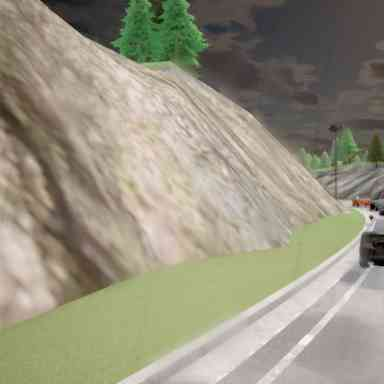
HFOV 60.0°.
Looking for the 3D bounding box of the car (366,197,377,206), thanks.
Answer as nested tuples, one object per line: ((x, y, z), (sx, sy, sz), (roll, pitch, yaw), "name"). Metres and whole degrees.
((22.322, 1.541, 39.145), (1.994, 1.385, 4.181), (0, 0, 18), "car")

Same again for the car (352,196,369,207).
((25.784, 1.324, 50.440), (2.097, 1.767, 4.553), (0, 0, 15), "car")

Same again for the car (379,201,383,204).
((11.549, 1.494, 18.389), (1.837, 1.490, 4.892), (0, 0, 30), "car")

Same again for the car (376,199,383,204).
((14.228, 1.464, 23.263), (1.882, 1.535, 5.008), (0, 0, 28), "car")

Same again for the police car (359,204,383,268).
((6.671, 1.419, 10.639), (1.930, 1.638, 5.238), (0, 0, 34), "police car")
